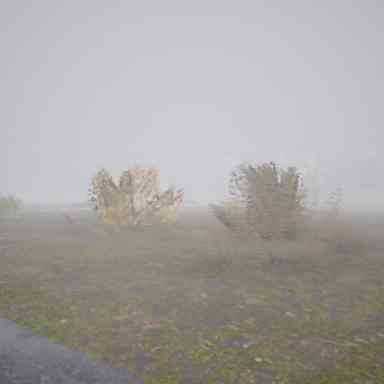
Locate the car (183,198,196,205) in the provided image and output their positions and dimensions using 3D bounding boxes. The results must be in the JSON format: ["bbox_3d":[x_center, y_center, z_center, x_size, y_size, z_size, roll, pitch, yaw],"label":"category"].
[{"bbox_3d":[-0.929,2.061,73.162,2.033,1.411,5.357,-1,-1,36],"label":"car"}]

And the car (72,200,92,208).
[{"bbox_3d":[-17.948,2.051,55.657,1.994,1.385,4.181,-1,-1,36],"label":"car"}]
